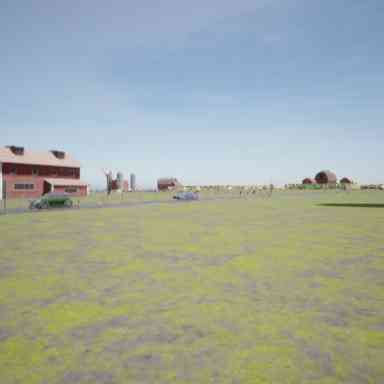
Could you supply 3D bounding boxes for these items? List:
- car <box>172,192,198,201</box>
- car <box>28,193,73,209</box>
[{"bbox_3d":[-1.096,0.753,57.458,2.033,1.411,5.357,1,1,36],"label":"car"},{"bbox_3d":[-15.846,0.932,37.311,2.097,1.767,4.553,1,1,36],"label":"car"}]
